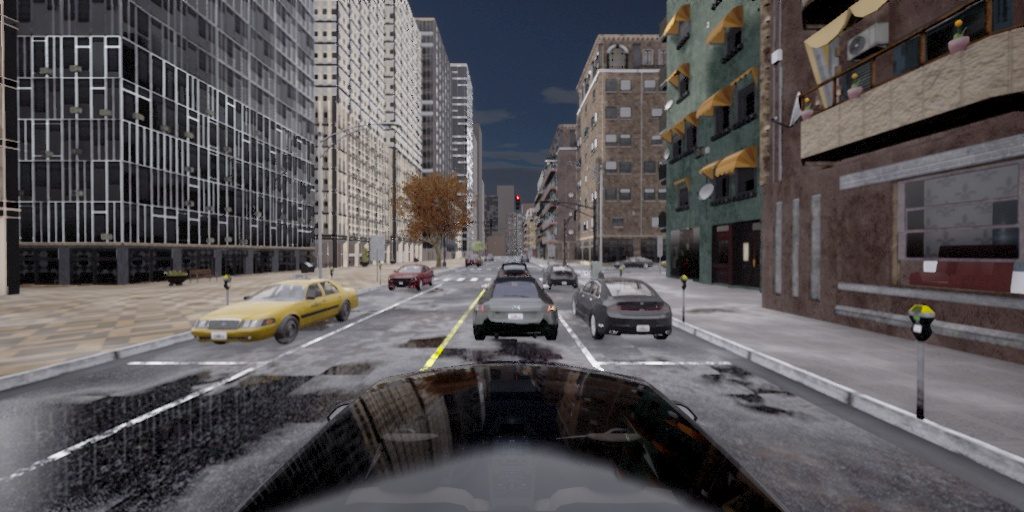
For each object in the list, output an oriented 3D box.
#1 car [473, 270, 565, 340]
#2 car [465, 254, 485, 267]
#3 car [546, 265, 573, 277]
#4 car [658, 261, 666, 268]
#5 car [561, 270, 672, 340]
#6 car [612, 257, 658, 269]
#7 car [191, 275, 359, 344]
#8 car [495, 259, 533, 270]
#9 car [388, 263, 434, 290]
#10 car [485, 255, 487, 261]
[{"bbox_3d":[0.088,1.243,9.685,1.994,1.385,4.181,0,1,0],"label":"car"},{"bbox_3d":[-5.685,0.636,52.996,2.192,1.841,5.009,0,0,0],"label":"car"},{"bbox_3d":[2.692,1.134,20.608,2.007,1.370,4.403,0,0,0],"label":"car"},{"bbox_3d":[18.837,0.660,40.074,4.829,1.417,1.751,0,0,-1],"label":"car"},{"bbox_3d":[2.690,1.230,9.543,2.007,1.370,4.403,0,0,0],"label":"car"},{"bbox_3d":[13.440,0.763,40.020,4.403,1.370,2.007,0,0,-1],"label":"car"},{"bbox_3d":[-5.690,1.206,9.375,1.751,1.417,4.829,0,0,0],"label":"car"},{"bbox_3d":[0.107,1.096,19.733,1.837,1.490,4.892,0,0,-1],"label":"car"},{"bbox_3d":[-5.689,1.129,20.610,1.888,1.381,4.507,0,0,0],"label":"car"},{"bbox_3d":[-5.684,0.845,58.519,1.948,1.339,4.313,0,0,0],"label":"car"}]
